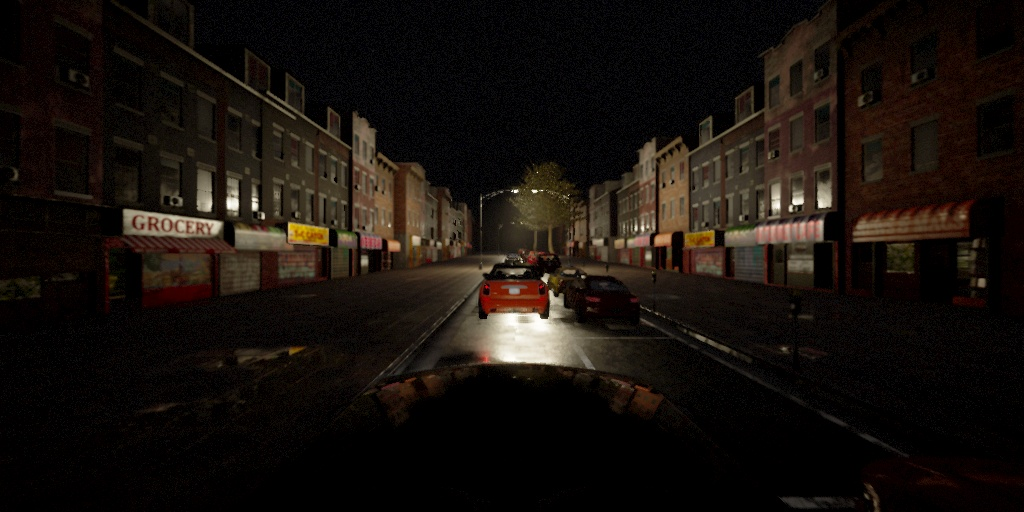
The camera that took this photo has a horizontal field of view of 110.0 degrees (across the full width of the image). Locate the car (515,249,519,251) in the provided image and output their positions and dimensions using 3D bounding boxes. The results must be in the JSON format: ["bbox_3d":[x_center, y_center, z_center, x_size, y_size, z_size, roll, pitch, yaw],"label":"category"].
[{"bbox_3d":[0.093,0.034,62.486,1.837,1.490,4.892,0,2,0],"label":"car"}]

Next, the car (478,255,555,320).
[{"bbox_3d":[0.044,0.981,12.226,2.097,1.767,4.553,0,1,-1],"label":"car"}]

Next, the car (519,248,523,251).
[{"bbox_3d":[2.634,0.029,55.638,2.192,1.841,5.009,0,0,0],"label":"car"}]

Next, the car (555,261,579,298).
[{"bbox_3d":[2.637,1.091,16.896,1.751,1.417,4.829,0,0,0],"label":"car"}]

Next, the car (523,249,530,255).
[{"bbox_3d":[2.635,0.445,38.968,2.192,1.841,5.009,0,0,0],"label":"car"}]

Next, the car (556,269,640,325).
[{"bbox_3d":[2.638,1.226,11.165,1.802,1.307,4.207,0,0,0],"label":"car"}]

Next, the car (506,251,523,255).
[{"bbox_3d":[0.094,0.519,43.285,2.128,1.511,4.902,0,1,0],"label":"car"}]

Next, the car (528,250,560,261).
[{"bbox_3d":[2.636,0.687,27.848,2.192,1.841,5.009,0,0,0],"label":"car"}]
